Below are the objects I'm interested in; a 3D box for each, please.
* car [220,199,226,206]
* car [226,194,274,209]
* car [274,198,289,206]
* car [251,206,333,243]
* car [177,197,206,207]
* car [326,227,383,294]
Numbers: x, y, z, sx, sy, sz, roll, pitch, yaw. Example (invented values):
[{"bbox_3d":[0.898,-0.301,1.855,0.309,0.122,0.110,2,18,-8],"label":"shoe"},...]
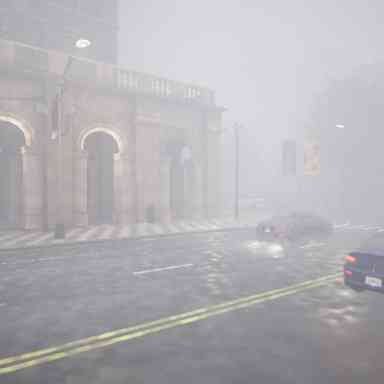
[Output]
[{"bbox_3d":[3.519,1.583,54.548,2.033,1.411,5.357,0,0,-36],"label":"car"},{"bbox_3d":[7.453,1.255,43.071,2.150,2.045,5.566,0,0,-36],"label":"car"},{"bbox_3d":[10.686,1.542,44.575,1.837,1.490,4.892,0,0,-36],"label":"car"},{"bbox_3d":[5.057,1.578,16.337,4.181,1.385,1.994,0,0,-36],"label":"car"},{"bbox_3d":[-0.144,1.579,53.648,2.033,1.411,5.357,0,0,-36],"label":"car"},{"bbox_3d":[5.313,1.535,7.646,4.674,1.442,1.812,0,0,-36],"label":"car"}]
